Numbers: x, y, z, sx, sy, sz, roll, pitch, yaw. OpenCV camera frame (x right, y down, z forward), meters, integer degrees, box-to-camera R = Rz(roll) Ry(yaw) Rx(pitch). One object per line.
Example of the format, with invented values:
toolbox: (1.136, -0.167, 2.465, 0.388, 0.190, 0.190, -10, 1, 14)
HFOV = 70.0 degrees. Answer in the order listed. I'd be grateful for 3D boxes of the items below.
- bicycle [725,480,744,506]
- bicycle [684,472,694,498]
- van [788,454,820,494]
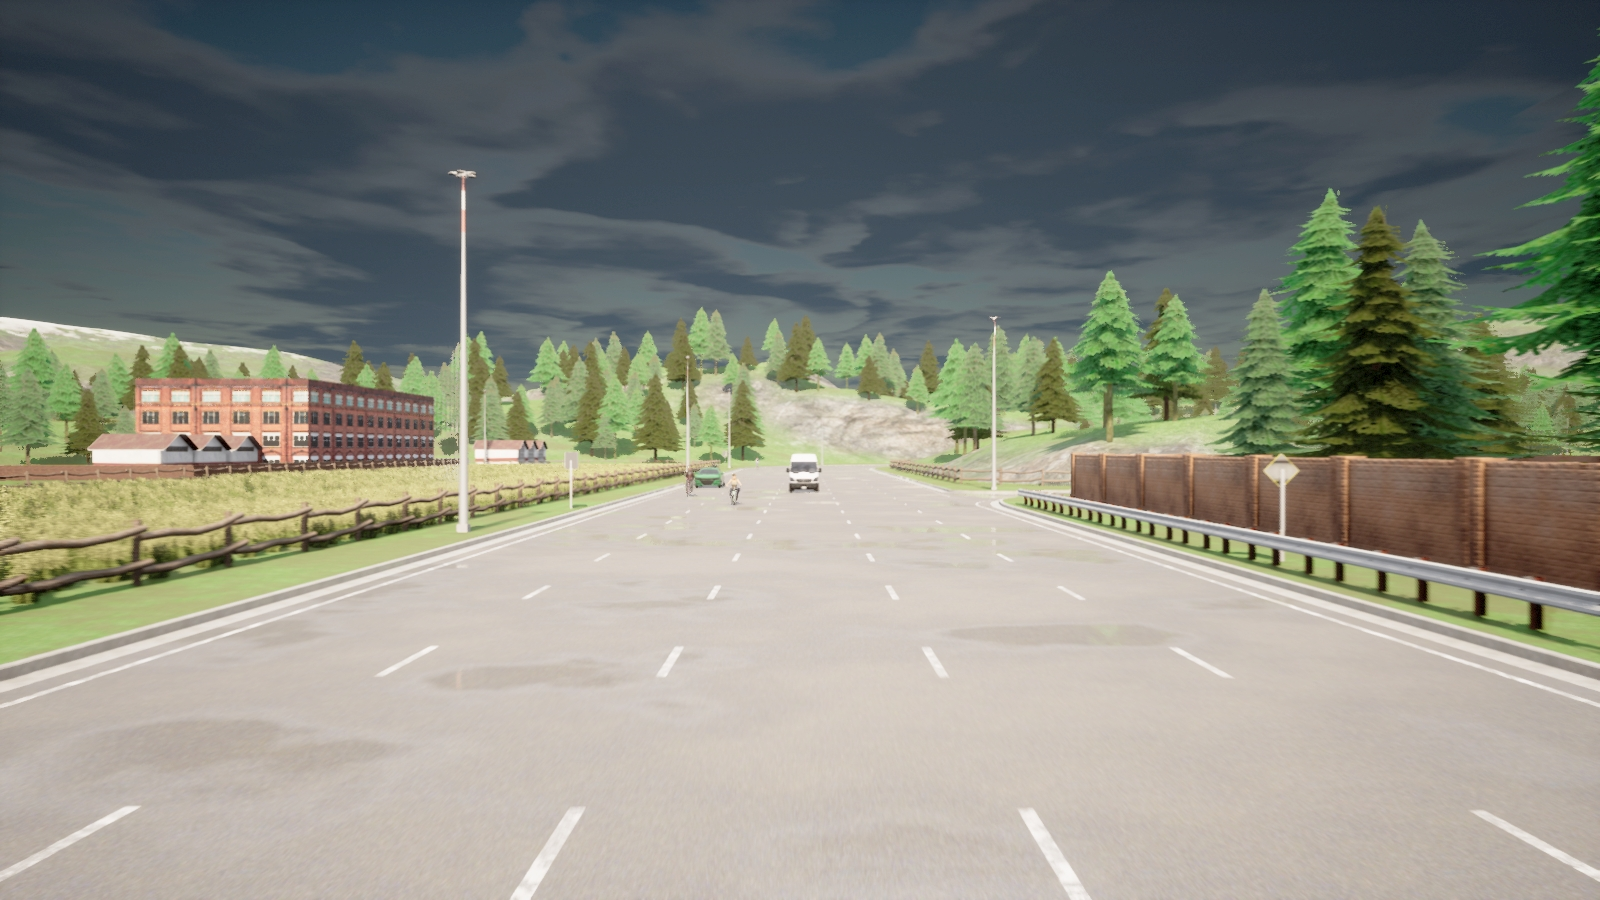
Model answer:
bicycle: (-3.304, 2.158, 57.344, 0.859, 1.276, 1.487, 0, 0, 0)
bicycle: (-6.558, 2.060, 67.548, 0.329, 1.471, 1.835, 0, 0, 2)
van: (0.266, 1.534, 75.894, 1.988, 2.561, 5.915, 0, 0, 0)
